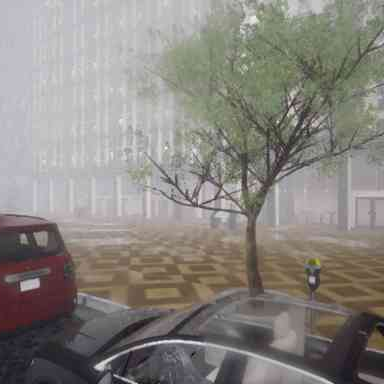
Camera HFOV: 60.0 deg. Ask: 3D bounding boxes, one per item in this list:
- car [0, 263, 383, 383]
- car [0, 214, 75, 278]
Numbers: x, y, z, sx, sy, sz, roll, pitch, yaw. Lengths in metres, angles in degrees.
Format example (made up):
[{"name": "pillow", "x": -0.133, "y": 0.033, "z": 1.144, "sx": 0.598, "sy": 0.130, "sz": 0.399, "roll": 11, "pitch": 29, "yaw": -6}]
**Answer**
[{"name": "car", "x": 0.410, "y": 1.548, "z": 2.585, "sx": 4.403, "sy": 1.369, "sz": 2.008, "roll": 0, "pitch": 0, "yaw": 35}, {"name": "car", "x": -4.087, "y": 1.313, "z": 5.793, "sx": 5.009, "sy": 1.841, "sz": 2.192, "roll": 0, "pitch": 0, "yaw": 36}]
